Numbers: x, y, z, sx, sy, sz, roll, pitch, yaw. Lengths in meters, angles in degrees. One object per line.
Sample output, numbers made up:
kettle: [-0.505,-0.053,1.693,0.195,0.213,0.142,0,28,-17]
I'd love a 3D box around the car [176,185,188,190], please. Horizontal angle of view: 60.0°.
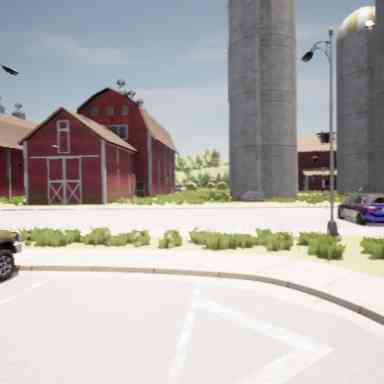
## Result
car: [-2.881,-0.839,82.573,3.866,1.878,1.905,0,-5,-38]

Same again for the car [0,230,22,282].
car: [-5.470,1.235,6.411,1.932,1.855,4.605,-1,1,5]

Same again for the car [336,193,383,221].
car: [9.684,0.869,18.343,2.242,1.667,4.611,-1,1,5]
